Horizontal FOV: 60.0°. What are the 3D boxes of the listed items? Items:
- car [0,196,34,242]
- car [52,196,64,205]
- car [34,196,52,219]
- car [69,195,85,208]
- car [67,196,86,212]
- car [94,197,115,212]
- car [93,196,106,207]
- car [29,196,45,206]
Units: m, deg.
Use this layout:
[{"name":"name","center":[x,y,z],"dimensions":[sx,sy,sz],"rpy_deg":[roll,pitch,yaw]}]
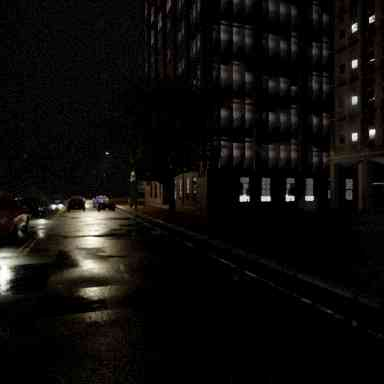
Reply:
[{"name":"car","center":[-9.466,1.224,16.235],"dimensions":[2.150,2.045,5.566],"rpy_deg":[0,0,-18]},{"name":"car","center":[-23.932,1.487,59.237],"dimensions":[2.128,1.511,4.902],"rpy_deg":[0,0,-18]},{"name":"car","center":[-13.764,1.352,28.944],"dimensions":[2.097,1.767,4.553],"rpy_deg":[0,0,-18]},{"name":"car","center":[-16.484,1.350,47.774],"dimensions":[2.097,1.767,4.553],"rpy_deg":[0,0,-18]},{"name":"car","center":[-13.434,1.477,38.759],"dimensions":[1.882,1.535,5.008],"rpy_deg":[0,0,-19]},{"name":"car","center":[-10.089,1.600,38.853],"dimensions":[1.895,1.301,4.718],"rpy_deg":[0,0,-18]},{"name":"car","center":[-13.220,1.350,48.134],"dimensions":[2.097,1.767,4.553],"rpy_deg":[0,0,-18]},{"name":"car","center":[-26.873,1.472,57.788],"dimensions":[1.882,1.535,5.008],"rpy_deg":[0,0,-18]}]
